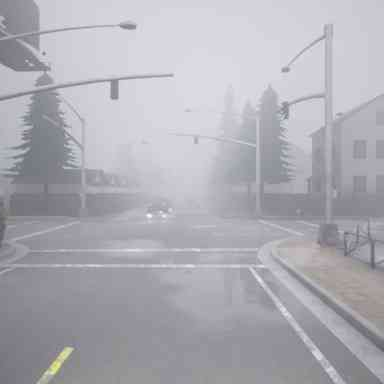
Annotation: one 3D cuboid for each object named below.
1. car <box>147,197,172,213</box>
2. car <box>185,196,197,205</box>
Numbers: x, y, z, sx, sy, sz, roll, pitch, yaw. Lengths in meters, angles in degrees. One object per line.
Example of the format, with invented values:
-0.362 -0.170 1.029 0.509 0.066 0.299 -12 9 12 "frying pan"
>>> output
-3.686 1.342 36.990 2.097 1.767 4.553 0 0 0 "car"
-0.140 1.476 59.194 2.128 1.511 4.902 0 0 0 "car"
